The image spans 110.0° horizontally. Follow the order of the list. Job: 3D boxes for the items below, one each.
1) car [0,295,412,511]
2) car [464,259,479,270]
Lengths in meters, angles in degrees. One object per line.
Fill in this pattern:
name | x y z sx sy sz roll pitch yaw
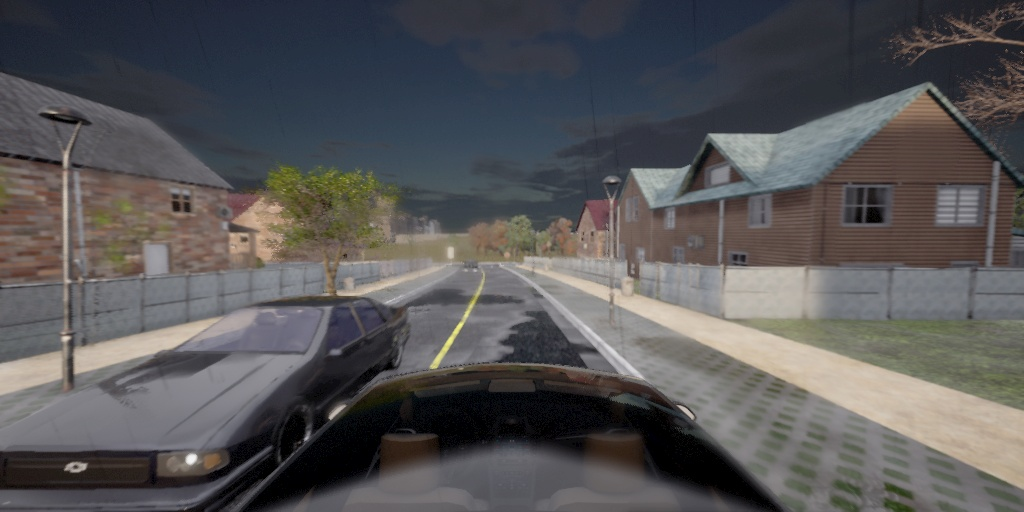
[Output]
car | -2.881 1.291 4.937 2.033 1.411 5.357 0 0 0
car | -5.566 1.153 49.478 1.994 1.385 4.181 0 0 -6
